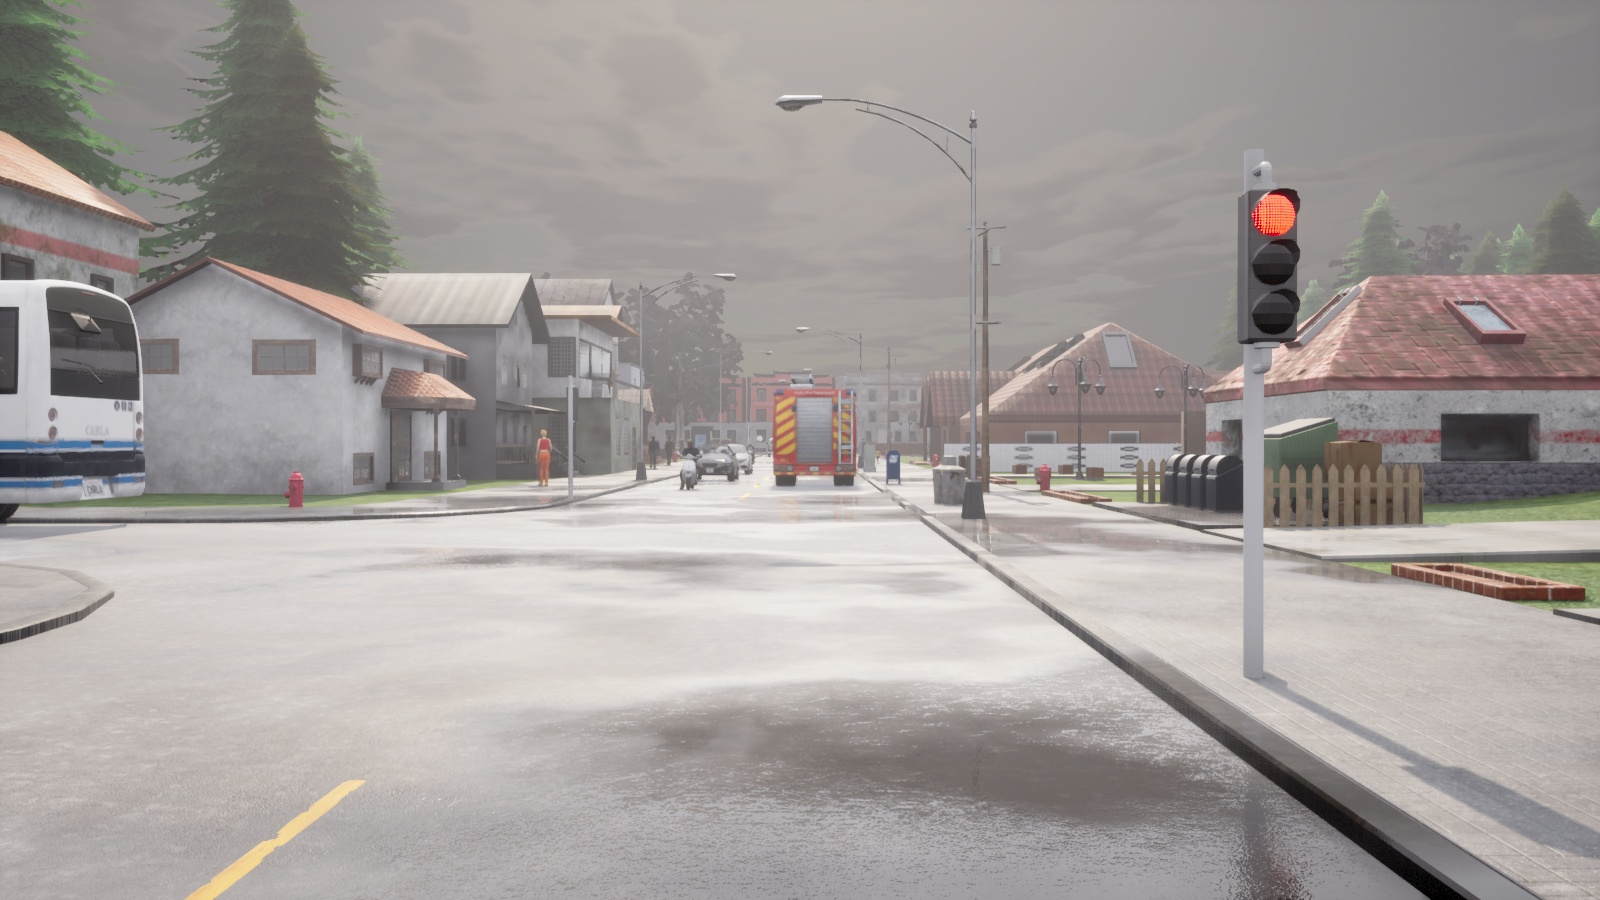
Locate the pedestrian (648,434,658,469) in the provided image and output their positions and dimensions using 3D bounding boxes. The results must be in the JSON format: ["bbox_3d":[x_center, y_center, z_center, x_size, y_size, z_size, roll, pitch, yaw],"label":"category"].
[{"bbox_3d":[-7.738,0.077,66.118,0.370,1.835,0.726,0,0,6],"label":"pedestrian"}]

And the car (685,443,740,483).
[{"bbox_3d":[-3.390,0.478,49.431,1.816,1.474,4.193,0,0,1],"label":"car"}]

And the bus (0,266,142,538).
[{"bbox_3d":[-17.486,-0.766,21.576,10.273,4.253,3.944,0,0,0],"label":"bus"}]

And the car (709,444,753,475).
[{"bbox_3d":[-3.260,0.431,60.023,1.812,1.442,4.674,0,0,1],"label":"car"}]

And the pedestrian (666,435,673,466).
[{"bbox_3d":[-8.080,0.011,77.674,0.395,1.930,0.692,0,0,-4],"label":"pedestrian"}]

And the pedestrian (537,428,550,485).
[{"bbox_3d":[-8.322,0.219,40.751,0.345,1.836,0.594,0,0,-19],"label":"pedestrian"}]

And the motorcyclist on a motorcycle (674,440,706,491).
[{"bbox_3d":[-3.507,0.470,40.226,0.866,1.590,1.817,0,0,1],"label":"motorcyclist on a motorcycle"}]

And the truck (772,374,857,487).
[{"bbox_3d":[0.582,-0.683,46.949,2.891,3.827,8.468,0,0,1],"label":"truck"}]
